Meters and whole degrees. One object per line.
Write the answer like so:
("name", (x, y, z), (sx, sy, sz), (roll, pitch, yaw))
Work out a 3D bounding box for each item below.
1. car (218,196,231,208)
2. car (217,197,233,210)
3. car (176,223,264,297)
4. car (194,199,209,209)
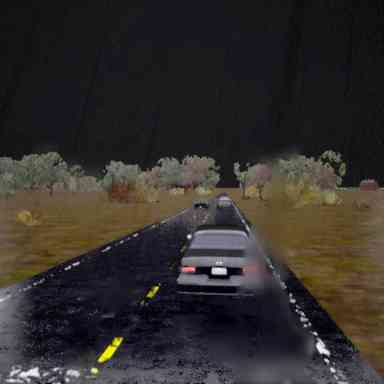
("car", (4.858, 1.451, 49.599), (1.882, 1.535, 5.008), (0, 0, 6))
("car", (4.164, 1.472, 42.296), (2.128, 1.511, 4.902), (0, 0, 6))
("car", (0.762, 1.544, 8.785), (2.033, 1.411, 5.357), (0, 0, 6))
("car", (1.289, 1.580, 44.079), (1.895, 1.301, 4.718), (0, 0, 6))
